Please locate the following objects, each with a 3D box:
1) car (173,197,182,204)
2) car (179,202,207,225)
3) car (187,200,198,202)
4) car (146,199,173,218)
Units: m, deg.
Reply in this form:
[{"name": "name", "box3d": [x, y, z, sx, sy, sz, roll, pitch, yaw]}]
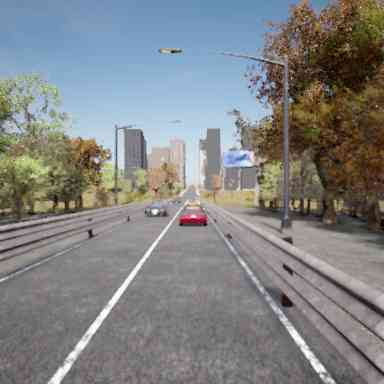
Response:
[{"name": "car", "box3d": [-3.291, 1.924, 73.291, 1.837, 1.490, 4.892, 0, 0, 0]}, {"name": "car", "box3d": [0.098, 1.673, 24.938, 1.994, 1.385, 4.181, 0, 0, 0]}, {"name": "car", "box3d": [0.091, 1.709, 42.801, 1.882, 1.535, 5.008, 0, 0, 0]}, {"name": "car", "box3d": [-3.348, 1.653, 32.606, 2.128, 1.511, 4.902, 0, 0, 0]}]
